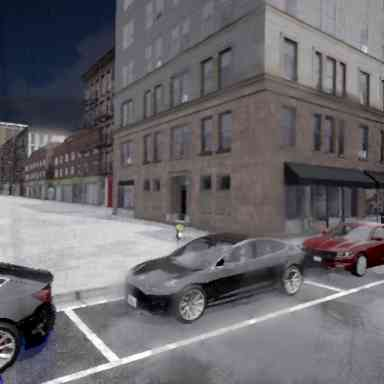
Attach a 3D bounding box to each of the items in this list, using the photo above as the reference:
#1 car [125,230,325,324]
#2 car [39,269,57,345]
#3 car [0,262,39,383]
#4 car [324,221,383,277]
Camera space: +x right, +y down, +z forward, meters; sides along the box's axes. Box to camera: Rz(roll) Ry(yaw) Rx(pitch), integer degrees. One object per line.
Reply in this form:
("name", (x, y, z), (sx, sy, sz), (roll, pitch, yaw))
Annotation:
("car", (0.701, 1.603, 7.256), (4.313, 1.339, 1.947), (1, 0, -35))
("car", (-3.918, 1.558, 3.962), (4.313, 1.339, 1.947), (1, 0, -35))
("car", (-3.618, 1.200, 0.798), (5.566, 2.045, 2.150), (1, 0, -35))
("car", (5.320, 1.627, 10.549), (4.507, 1.381, 1.887), (1, 0, -35))
